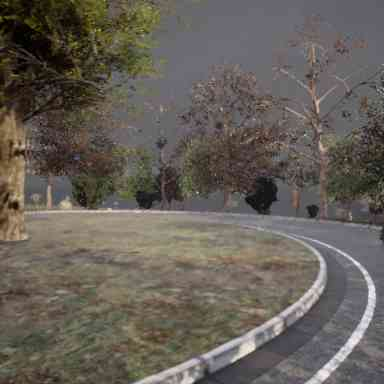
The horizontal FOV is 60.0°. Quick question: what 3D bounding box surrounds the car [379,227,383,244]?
[{"bbox_3d":[7.962,1.489,10.770,2.033,1.411,5.357,0,0,11],"label":"car"}]
